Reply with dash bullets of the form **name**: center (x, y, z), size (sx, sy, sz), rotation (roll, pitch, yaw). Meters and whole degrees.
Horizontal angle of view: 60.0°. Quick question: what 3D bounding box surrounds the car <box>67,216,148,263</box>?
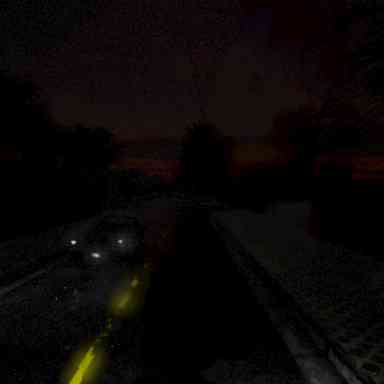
- **car**: center (-2.846, 1.592, 12.142), size (1.895, 1.301, 4.718), rotation (0, 0, 0)

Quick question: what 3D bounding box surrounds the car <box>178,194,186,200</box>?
- **car**: center (-2.438, 1.317, 84.019), size (2.128, 1.511, 4.902), rotation (0, 0, 3)
